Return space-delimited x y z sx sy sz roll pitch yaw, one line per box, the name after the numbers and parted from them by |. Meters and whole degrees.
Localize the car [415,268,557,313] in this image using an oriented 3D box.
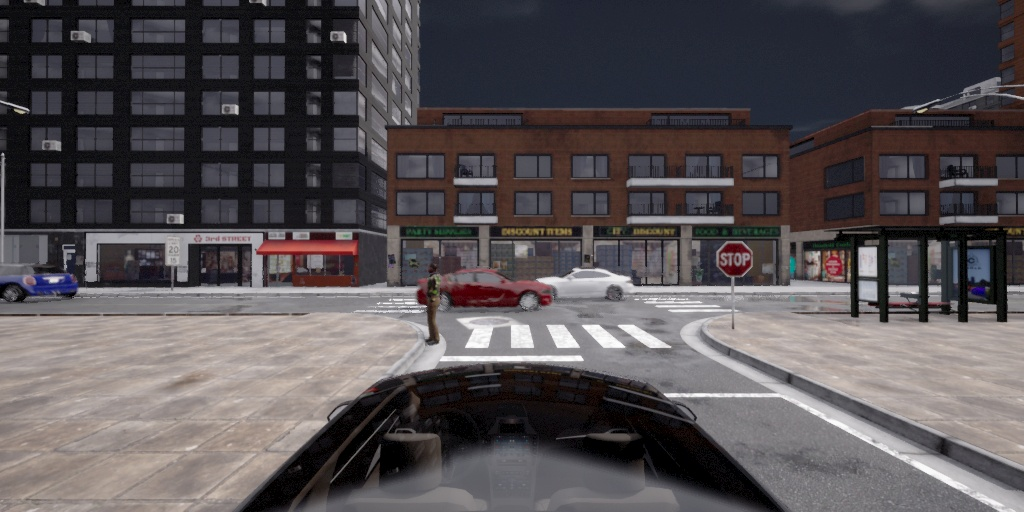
-1.018 1.217 13.383 5.008 1.535 1.882 0 0 0 | car

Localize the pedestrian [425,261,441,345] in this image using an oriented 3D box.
-1.788 1.046 8.108 0.375 1.860 0.375 0 0 0 | pedestrian

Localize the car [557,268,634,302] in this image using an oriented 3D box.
3.121 1.275 16.351 4.674 1.442 1.812 0 0 0 | car

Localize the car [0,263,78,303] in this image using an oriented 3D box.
-22.900 1.146 16.263 4.553 1.767 2.097 0 0 0 | car
